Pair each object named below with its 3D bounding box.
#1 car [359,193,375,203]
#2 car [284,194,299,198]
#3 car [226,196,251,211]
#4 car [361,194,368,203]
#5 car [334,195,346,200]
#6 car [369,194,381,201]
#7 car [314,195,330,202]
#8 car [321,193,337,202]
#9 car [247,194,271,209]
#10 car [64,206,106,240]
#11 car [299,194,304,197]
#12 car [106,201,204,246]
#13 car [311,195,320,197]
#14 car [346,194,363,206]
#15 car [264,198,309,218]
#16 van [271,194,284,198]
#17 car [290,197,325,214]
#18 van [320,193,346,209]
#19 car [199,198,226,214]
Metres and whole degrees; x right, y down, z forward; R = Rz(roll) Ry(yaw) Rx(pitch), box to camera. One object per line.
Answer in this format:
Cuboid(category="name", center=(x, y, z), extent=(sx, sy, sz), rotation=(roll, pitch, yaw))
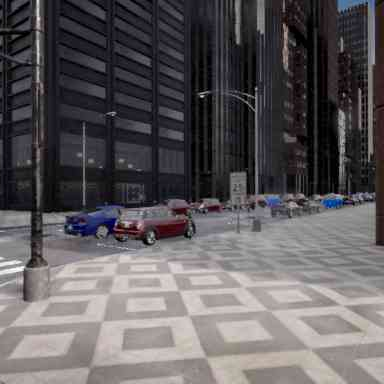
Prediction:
Cuboid(category="car", center=(34.484, 1.369, 65.345), extent=(1.887, 1.381, 4.507), rotation=(0, 0, 36))
Cuboid(category="car", center=(14.452, 1.210, 52.095), extent=(2.192, 1.841, 5.009), rotation=(0, 0, 36))
Cuboid(category="car", center=(4.626, 1.481, 38.433), extent=(2.008, 1.369, 4.403), rotation=(0, 0, 36))
Cuboid(category="car", center=(27.933, 1.409, 56.237), extent=(1.947, 1.339, 4.313), rotation=(0, 0, 36))
Cuboid(category="car", center=(37.380, 1.395, 83.972), extent=(1.947, 1.339, 4.313), rotation=(0, 0, 36))
Cuboid(category="car", center=(41.034, 1.247, 74.451), extent=(1.967, 1.590, 4.097), rotation=(0, 0, 36))
Cuboid(category="car", center=(27.554, 1.406, 70.310), extent=(2.008, 1.369, 4.403), rotation=(0, 0, 36))
Cuboid(category="car", center=(30.829, 1.161, 74.864), extent=(2.192, 1.841, 5.009), rotation=(0, 0, 36))
Cuboid(category="car", center=(7.901, 1.232, 42.987), extent=(2.192, 1.841, 5.009), rotation=(0, 0, 36))
Cuboid(category="car", center=(-3.925, 1.441, 16.897), extent=(1.882, 1.535, 5.008), rotation=(0, 0, 39))
Cuboid(category="car", center=(17.727, 1.199, 56.648), extent=(2.192, 1.841, 5.009), rotation=(0, 0, 36))
Cuboid(category="car", center=(-1.543, 1.393, 15.256), extent=(1.967, 1.590, 4.097), rotation=(0, 0, 36))
Cuboid(category="car", center=(24.278, 1.304, 65.756), extent=(1.967, 1.590, 4.097), rotation=(0, 0, 36))
Cuboid(category="car", center=(24.658, 1.419, 51.683), extent=(1.947, 1.339, 4.313), rotation=(0, 0, 36))
Cuboid(category="car", center=(8.282, 1.463, 28.916), extent=(2.008, 1.369, 4.403), rotation=(0, 0, 36))
Cuboid(category="van", center=(11.176, 1.247, 47.540), extent=(1.690, 1.788, 3.998), rotation=(0, 0, 36))
Cuboid(category="car", center=(11.558, 1.465, 33.469), extent=(1.947, 1.339, 4.313), rotation=(0, 0, 36))
Cuboid(category="van", center=(18.107, 1.216, 42.576), extent=(1.690, 1.788, 3.998), rotation=(0, 0, 36))
Cuboid(category="car", center=(1.351, 1.383, 33.879), extent=(1.967, 1.590, 4.097), rotation=(0, 0, 36))
